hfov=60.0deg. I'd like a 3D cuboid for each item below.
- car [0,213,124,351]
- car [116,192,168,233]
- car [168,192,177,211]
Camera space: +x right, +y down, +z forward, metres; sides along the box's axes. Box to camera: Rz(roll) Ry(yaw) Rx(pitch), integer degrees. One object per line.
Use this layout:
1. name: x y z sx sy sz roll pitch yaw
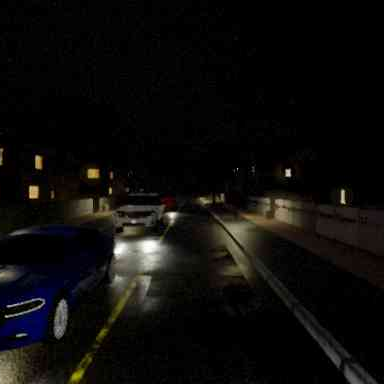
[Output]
1. car: -2.853 1.426 6.525 1.882 1.535 5.008 0 0 0
2. car: -2.827 1.079 19.014 2.150 2.045 5.566 0 0 0
3. car: -2.810 0.978 37.021 2.150 2.045 5.566 0 0 0
